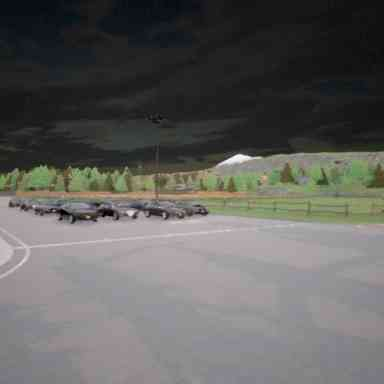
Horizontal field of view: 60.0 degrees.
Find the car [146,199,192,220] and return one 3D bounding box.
[{"bbox_3d":[-2.337,1.494,28.273,1.837,1.490,4.892,0,0,-36],"label":"car"}]

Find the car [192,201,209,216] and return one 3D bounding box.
[{"bbox_3d":[-0.227,1.550,31.329,1.994,1.385,4.181,0,0,-36],"label":"car"}]

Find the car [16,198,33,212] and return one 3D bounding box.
[{"bbox_3d":[-19.019,1.486,39.417,2.128,1.511,4.902,0,0,-36],"label":"car"}]

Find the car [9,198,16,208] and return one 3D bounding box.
[{"bbox_3d":[-25.180,1.541,48.071,2.033,1.411,5.357,0,0,-36],"label":"car"}]

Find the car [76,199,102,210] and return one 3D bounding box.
[{"bbox_3d":[-13.718,1.590,44.100,1.895,1.301,4.718,0,0,-35],"label":"car"}]

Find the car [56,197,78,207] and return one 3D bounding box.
[{"bbox_3d":[-19.816,1.536,52.599,2.033,1.411,5.357,0,0,-36],"label":"car"}]

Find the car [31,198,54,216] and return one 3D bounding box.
[{"bbox_3d":[-13.915,1.558,32.336,1.994,1.385,4.181,0,0,-36],"label":"car"}]

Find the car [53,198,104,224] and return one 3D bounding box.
[{"bbox_3d":[-8.647,1.472,25.049,1.882,1.535,5.008,0,0,-36],"label":"car"}]

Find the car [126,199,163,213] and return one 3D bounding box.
[{"bbox_3d":[-5.626,1.534,38.830,2.033,1.411,5.357,0,0,-36],"label":"car"}]

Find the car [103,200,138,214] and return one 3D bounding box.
[{"bbox_3d":[-7.762,1.590,35.781,1.895,1.301,4.718,0,0,-36],"label":"car"}]

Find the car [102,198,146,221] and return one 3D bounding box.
[{"bbox_3d":[-6.117,1.483,27.523,2.128,1.511,4.902,0,0,-36],"label":"car"}]
